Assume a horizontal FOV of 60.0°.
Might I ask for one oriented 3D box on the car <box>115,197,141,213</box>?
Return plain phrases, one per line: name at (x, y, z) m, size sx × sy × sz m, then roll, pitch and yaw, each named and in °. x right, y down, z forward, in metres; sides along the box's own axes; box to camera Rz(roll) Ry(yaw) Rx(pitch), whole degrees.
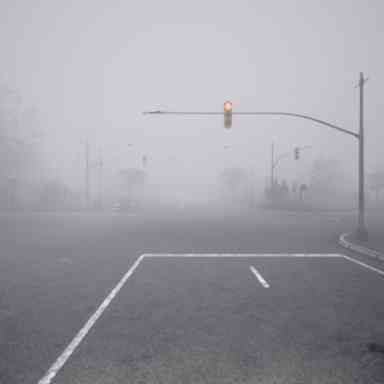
car at (-6.911, 1.289, 36.272) m, size 2.097 × 1.767 × 4.553 m, roll 0°, pitch 0°, yaw 0°
